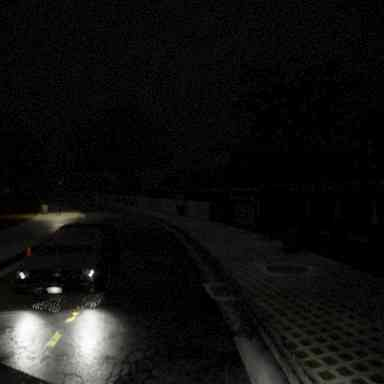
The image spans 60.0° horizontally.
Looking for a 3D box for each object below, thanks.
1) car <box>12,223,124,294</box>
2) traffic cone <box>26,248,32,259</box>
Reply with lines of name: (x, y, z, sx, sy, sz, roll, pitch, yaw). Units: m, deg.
car: (-3.016, 1.610, 9.336, 2.033, 1.411, 5.357, 0, 0, -6)
traffic cone: (-5.060, 2.028, 10.354, 0.340, 0.580, 0.340, 0, 0, -6)
